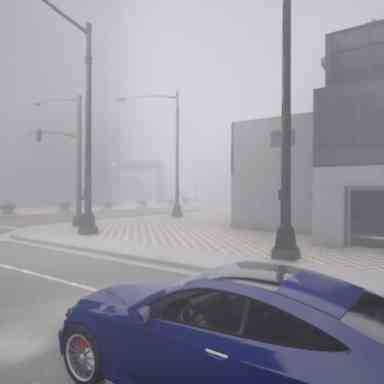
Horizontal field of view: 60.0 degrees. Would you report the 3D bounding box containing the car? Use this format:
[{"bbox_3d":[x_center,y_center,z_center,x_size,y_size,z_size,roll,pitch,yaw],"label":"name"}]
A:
[{"bbox_3d":[0.490,1.527,3.646,4.674,1.442,1.812,0,0,36],"label":"car"}]
